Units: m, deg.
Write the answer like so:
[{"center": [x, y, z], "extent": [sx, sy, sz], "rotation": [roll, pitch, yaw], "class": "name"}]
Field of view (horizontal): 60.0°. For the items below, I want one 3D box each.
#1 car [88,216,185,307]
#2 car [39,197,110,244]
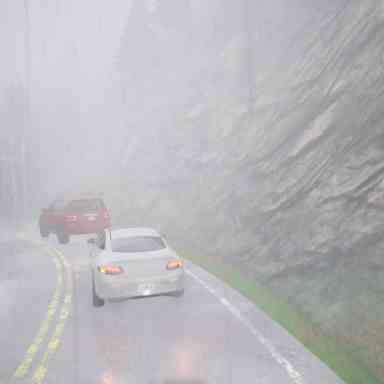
[{"center": [-1.498, 1.530, 8.078], "extent": [1.812, 1.442, 4.674], "rotation": [-1, 0, -17], "class": "car"}, {"center": [-6.015, 1.295, 16.709], "extent": [2.150, 2.045, 5.566], "rotation": [-3, 1, -37], "class": "car"}]
